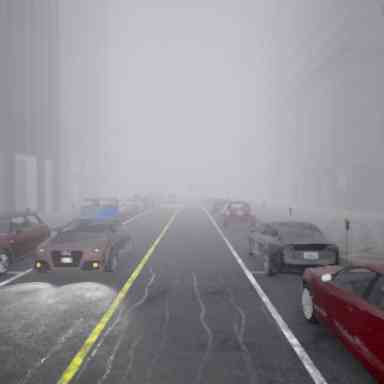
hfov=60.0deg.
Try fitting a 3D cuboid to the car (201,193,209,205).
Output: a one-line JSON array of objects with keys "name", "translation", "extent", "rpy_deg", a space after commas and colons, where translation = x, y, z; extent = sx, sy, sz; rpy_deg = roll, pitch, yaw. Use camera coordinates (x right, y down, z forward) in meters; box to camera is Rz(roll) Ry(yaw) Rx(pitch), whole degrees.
[{"name": "car", "translation": [2.755, 1.200, 49.242], "extent": [1.802, 1.307, 4.206], "rpy_deg": [0, 0, 0]}]

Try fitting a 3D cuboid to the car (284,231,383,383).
[{"name": "car", "translation": [2.759, 1.511, 4.153], "extent": [1.887, 1.381, 4.507], "rpy_deg": [0, 0, 0]}]

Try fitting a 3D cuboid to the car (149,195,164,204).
[{"name": "car", "translation": [-5.770, 1.142, 54.872], "extent": [1.947, 1.339, 4.313], "rpy_deg": [0, 0, 0]}]

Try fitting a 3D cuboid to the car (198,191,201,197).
[{"name": "car", "translation": [2.753, 0.892, 71.786], "extent": [1.967, 1.590, 4.097], "rpy_deg": [0, 0, 0]}]

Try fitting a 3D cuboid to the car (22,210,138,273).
[{"name": "car", "translation": [-3.101, 1.482, 10.219], "extent": [1.994, 1.385, 4.181], "rpy_deg": [0, 0, 0]}]

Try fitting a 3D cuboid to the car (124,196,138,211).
[{"name": "car", "translation": [-5.768, 1.315, 26.519], "extent": [1.752, 1.417, 4.829], "rpy_deg": [0, 0, 0]}]

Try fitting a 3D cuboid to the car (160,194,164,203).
[{"name": "car", "translation": [-5.771, 0.933, 49.233], "extent": [2.192, 1.841, 5.009], "rpy_deg": [0, 0, 0]}]

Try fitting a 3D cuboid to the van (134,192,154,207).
[{"name": "van", "translation": [-5.770, 1.044, 37.960], "extent": [1.690, 1.788, 3.998], "rpy_deg": [0, 0, 0]}]

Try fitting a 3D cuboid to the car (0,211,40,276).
[{"name": "car", "translation": [-5.767, 1.362, 9.779], "extent": [1.967, 1.590, 4.097], "rpy_deg": [0, 0, 0]}]

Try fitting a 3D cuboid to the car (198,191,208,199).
[{"name": "car", "translation": [2.751, 0.689, 83.056], "extent": [2.192, 1.841, 5.009], "rpy_deg": [0, 0, 0]}]

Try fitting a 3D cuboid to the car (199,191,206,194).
[{"name": "car", "translation": [2.754, 1.074, 66.151], "extent": [1.802, 1.307, 4.206], "rpy_deg": [0, 0, 0]}]

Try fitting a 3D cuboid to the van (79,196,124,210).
[{"name": "van", "translation": [-5.768, 1.173, 21.051], "extent": [1.690, 1.788, 3.998], "rpy_deg": [0, 0, 0]}]

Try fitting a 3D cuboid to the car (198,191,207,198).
[{"name": "car", "translation": [2.750, 0.651, 88.692], "extent": [2.192, 1.841, 5.009], "rpy_deg": [0, 0, 0]}]

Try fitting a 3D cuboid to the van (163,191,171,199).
[{"name": "van", "translation": [-5.773, 0.754, 77.416], "extent": [1.690, 1.788, 3.998], "rpy_deg": [0, 0, 0]}]

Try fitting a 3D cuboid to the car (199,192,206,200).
[{"name": "car", "translation": [2.754, 1.116, 60.514], "extent": [1.802, 1.307, 4.206], "rpy_deg": [0, 0, 0]}]

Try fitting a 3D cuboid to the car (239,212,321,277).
[{"name": "car", "translation": [2.759, 1.487, 9.789], "extent": [1.947, 1.339, 4.313], "rpy_deg": [0, 0, 0]}]

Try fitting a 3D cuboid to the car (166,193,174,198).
[{"name": "car", "translation": [-5.773, 0.918, 88.691], "extent": [1.802, 1.307, 4.206], "rpy_deg": [0, 0, 0]}]

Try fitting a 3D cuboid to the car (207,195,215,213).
[{"name": "car", "translation": [2.757, 1.311, 32.333], "extent": [1.947, 1.339, 4.313], "rpy_deg": [0, 0, 0]}]

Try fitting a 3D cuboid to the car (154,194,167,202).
[{"name": "car", "translation": [-5.771, 1.100, 60.508], "extent": [1.947, 1.339, 4.313], "rpy_deg": [0, 0, 0]}]

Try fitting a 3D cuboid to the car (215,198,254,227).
[{"name": "car", "translation": [2.757, 1.272, 21.059], "extent": [1.967, 1.590, 4.097], "rpy_deg": [0, 0, 0]}]

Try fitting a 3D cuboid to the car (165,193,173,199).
[{"name": "car", "translation": [-5.773, 0.901, 82.883], "extent": [1.752, 1.417, 4.829], "rpy_deg": [0, 0, 0]}]

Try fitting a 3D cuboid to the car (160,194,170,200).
[{"name": "car", "translation": [-5.772, 1.034, 71.781], "extent": [1.802, 1.307, 4.206], "rpy_deg": [0, 0, 0]}]

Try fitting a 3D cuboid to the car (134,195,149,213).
[{"name": "car", "translation": [-5.768, 1.296, 32.325], "extent": [2.008, 1.369, 4.403], "rpy_deg": [0, 0, 0]}]

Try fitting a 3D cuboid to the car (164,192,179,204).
[{"name": "car", "translation": [-3.080, 1.106, 51.306], "extent": [1.837, 1.490, 4.892], "rpy_deg": [0, 1, 0]}]

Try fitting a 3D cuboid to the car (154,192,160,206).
[{"name": "car", "translation": [-5.770, 1.100, 43.597], "extent": [1.967, 1.590, 4.097], "rpy_deg": [0, 0, 0]}]

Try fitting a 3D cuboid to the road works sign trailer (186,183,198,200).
[{"name": "road works sign trailer", "translation": [-0.006, -0.057, 68.031], "extent": [2.380, 3.560, 2.880], "rpy_deg": [0, 0, 0]}]
